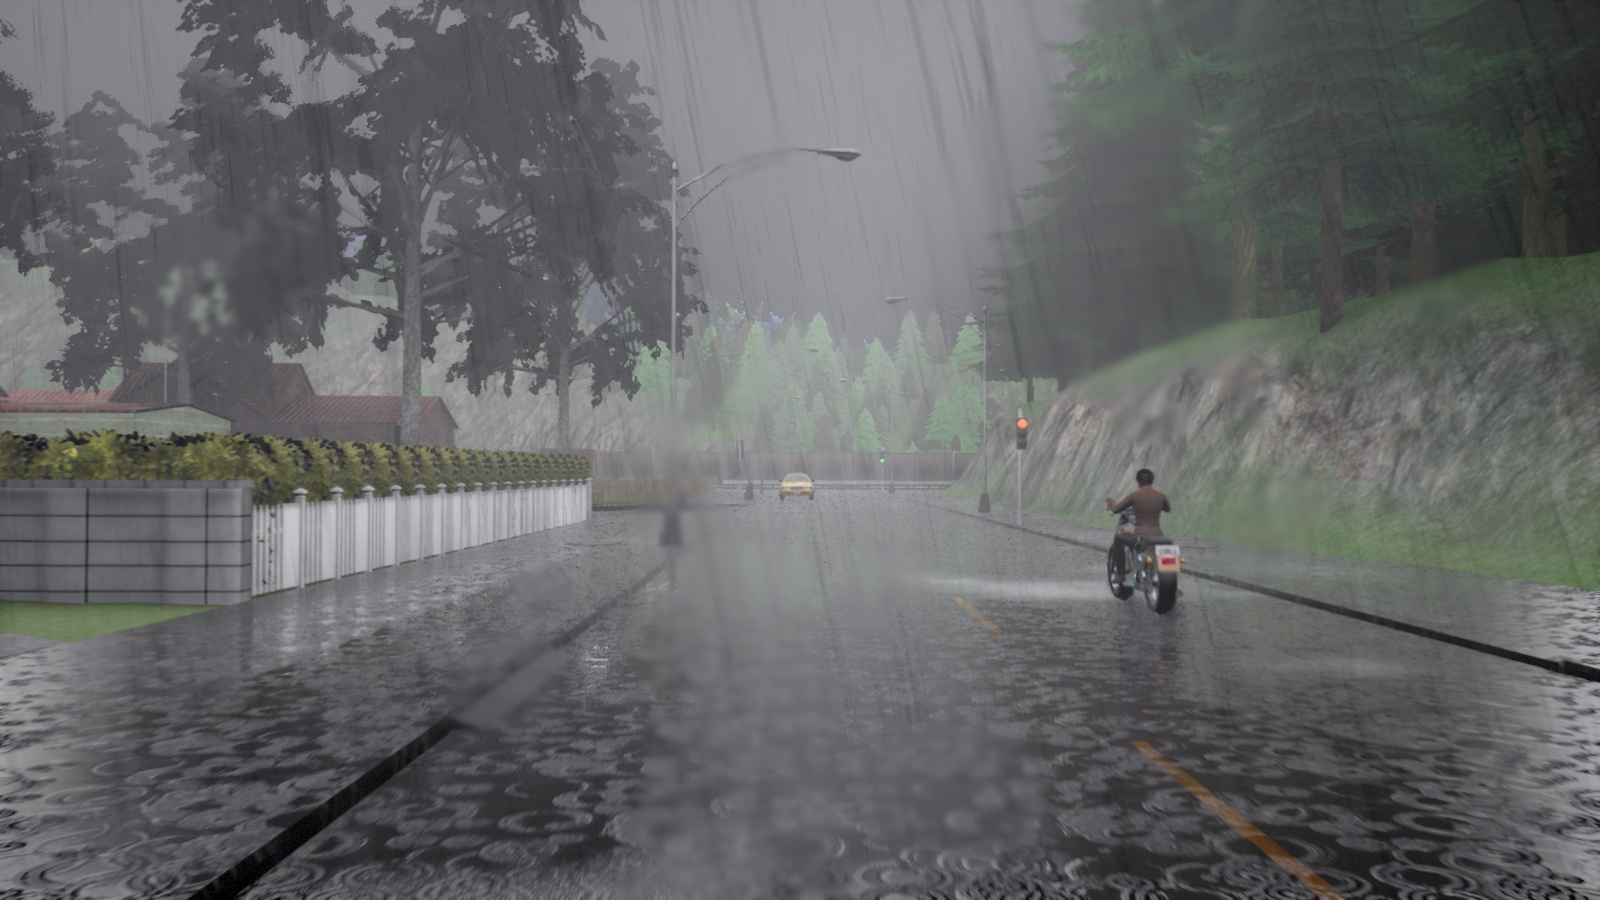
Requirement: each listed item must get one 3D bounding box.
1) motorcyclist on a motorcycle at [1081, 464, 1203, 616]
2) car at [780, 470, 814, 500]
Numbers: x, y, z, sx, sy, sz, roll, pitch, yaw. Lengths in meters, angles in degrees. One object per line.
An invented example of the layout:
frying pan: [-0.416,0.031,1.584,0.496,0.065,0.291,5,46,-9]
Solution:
motorcyclist on a motorcycle: [3.966,0.997,14.778,0.766,1.649,2.350,0,-1,0]
car: [-0.159,1.907,68.865,1.801,1.575,5.366,0,-1,0]
